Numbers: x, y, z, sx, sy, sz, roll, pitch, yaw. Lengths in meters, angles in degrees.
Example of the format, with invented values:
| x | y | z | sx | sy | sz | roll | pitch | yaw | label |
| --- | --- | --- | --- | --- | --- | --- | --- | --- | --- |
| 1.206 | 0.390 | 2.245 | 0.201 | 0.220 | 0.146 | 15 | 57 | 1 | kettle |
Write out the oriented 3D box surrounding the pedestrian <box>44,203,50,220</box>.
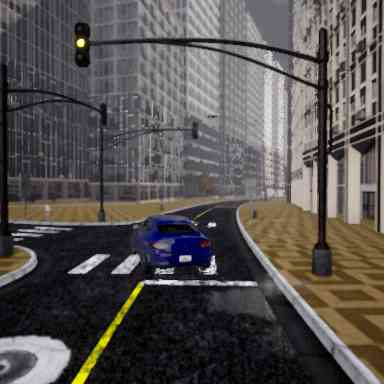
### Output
| x | y | z | sx | sy | sz | roll | pitch | yaw | label |
| --- | --- | --- | --- | --- | --- | --- | --- | --- | --- |
| -9.233 | 1.195 | 21.247 | 0.500 | 1.100 | 0.500 | 0 | 0 | 17 | pedestrian |

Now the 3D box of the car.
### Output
| x | y | z | sx | sy | sz | roll | pitch | yaw | label |
| --- | --- | --- | --- | --- | --- | --- | --- | --- | --- |
| -0.797 | 1.451 | 10.402 | 1.812 | 1.442 | 4.674 | 0 | 0 | -16 | car |
